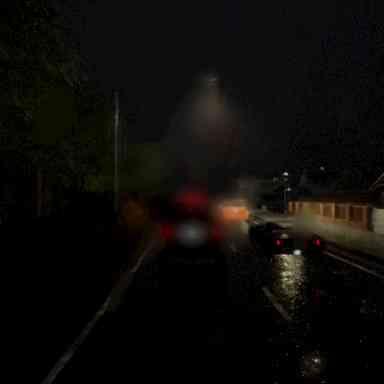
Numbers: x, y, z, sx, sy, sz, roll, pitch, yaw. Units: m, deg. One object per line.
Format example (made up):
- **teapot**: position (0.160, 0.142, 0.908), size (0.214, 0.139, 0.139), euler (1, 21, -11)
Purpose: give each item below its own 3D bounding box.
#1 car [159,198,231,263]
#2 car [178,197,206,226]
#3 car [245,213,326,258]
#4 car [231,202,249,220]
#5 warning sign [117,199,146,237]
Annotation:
- **car**: position (0.011, 1.355, 12.590), size (2.150, 2.045, 5.566), euler (0, 0, 0)
- **car**: position (0.012, 1.510, 27.572), size (2.150, 2.045, 5.566), euler (0, 0, 0)
- **car**: position (3.519, 1.738, 13.268), size (1.895, 1.301, 4.718), euler (0, -1, 0)
- **car**: position (3.523, 1.645, 28.432), size (2.097, 1.767, 4.553), euler (0, -1, 0)
- **warning sign**: position (-3.050, 1.291, 16.933), size (1.300, 1.860, 1.060), euler (0, -1, 0)
